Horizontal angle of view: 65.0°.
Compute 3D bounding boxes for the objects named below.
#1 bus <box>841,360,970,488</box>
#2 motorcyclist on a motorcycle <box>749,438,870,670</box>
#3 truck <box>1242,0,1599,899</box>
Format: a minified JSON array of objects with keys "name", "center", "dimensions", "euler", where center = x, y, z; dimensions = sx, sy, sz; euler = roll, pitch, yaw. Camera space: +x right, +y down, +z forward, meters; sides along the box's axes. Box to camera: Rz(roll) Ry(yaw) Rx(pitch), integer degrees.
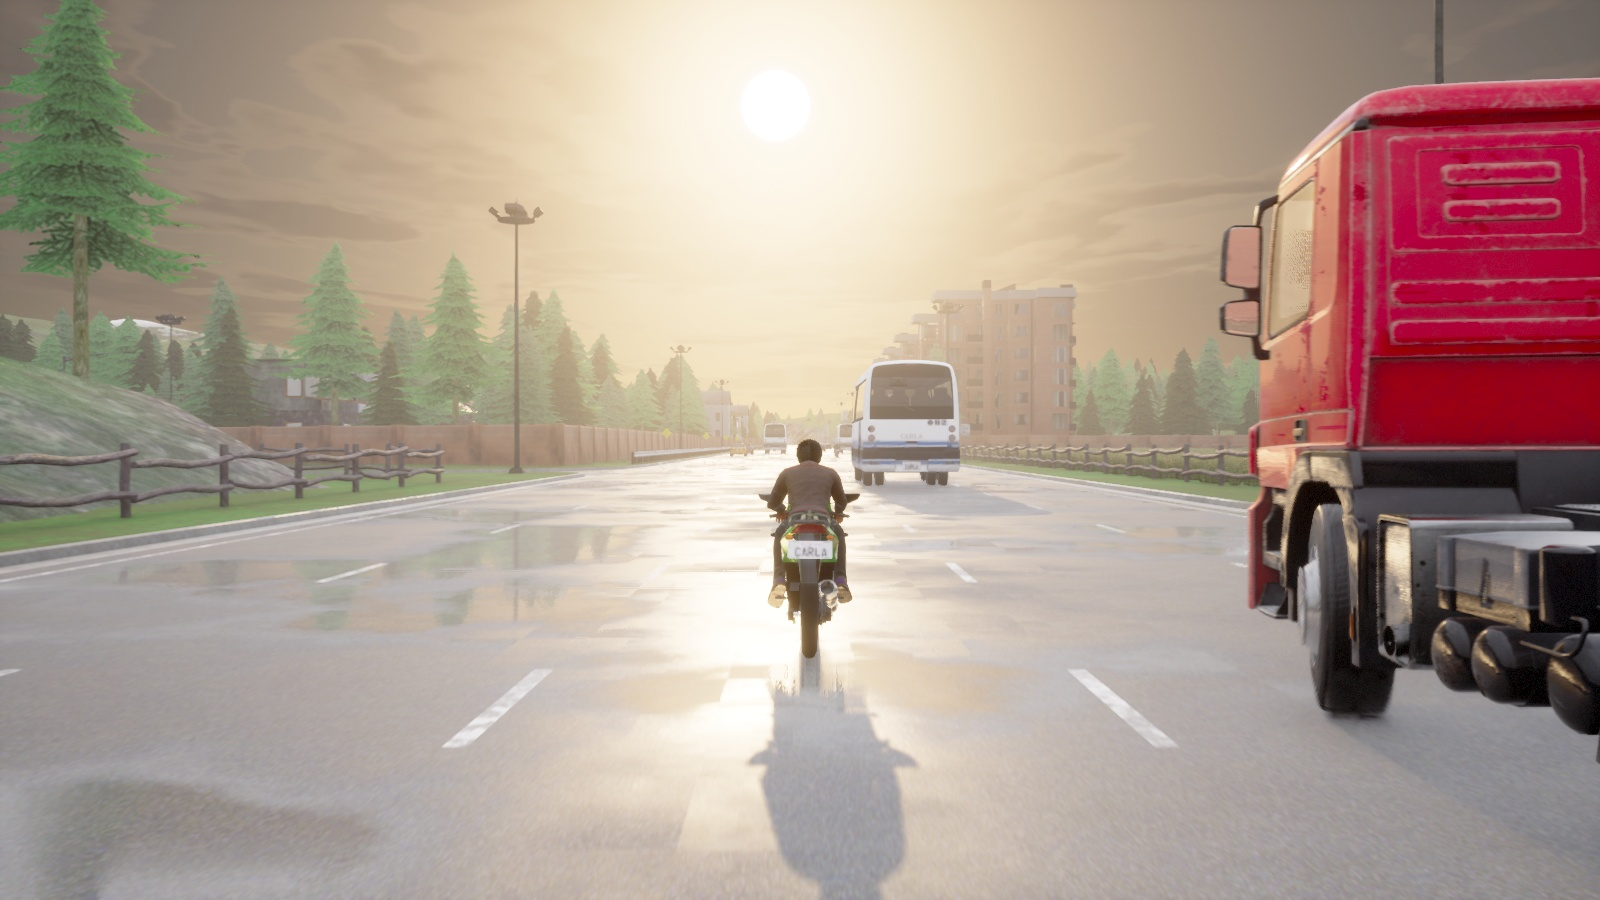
[{"name":"bus","center":[3.690,-0.891,46.887],"dimensions":[3.944,4.253,10.273],"euler":[0,0,0]},{"name":"motorcyclist on a motorcycle","center":[0.068,0.676,9.276],"dimensions":[0.797,1.523,2.044],"euler":[0,0,0]},{"name":"truck","center":[3.941,-0.258,4.503],"dimensions":[2.891,3.462,7.936],"euler":[0,0,8]}]
